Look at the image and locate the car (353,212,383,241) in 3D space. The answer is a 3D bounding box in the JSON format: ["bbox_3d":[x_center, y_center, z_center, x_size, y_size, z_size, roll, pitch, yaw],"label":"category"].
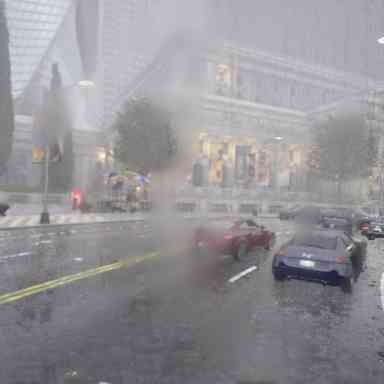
[{"bbox_3d":[11.582,2.074,18.825,5.357,1.411,2.033,2,0,-38],"label":"car"}]

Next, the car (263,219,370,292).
[{"bbox_3d":[3.834,1.750,9.742,1.994,1.385,4.181,2,0,32],"label":"car"}]

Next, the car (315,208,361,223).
[{"bbox_3d":[10.920,2.006,22.601,4.902,1.511,2.128,2,0,-36],"label":"car"}]

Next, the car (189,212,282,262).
[{"bbox_3d":[1.665,1.638,12.784,1.812,1.442,4.674,2,0,33],"label":"car"}]

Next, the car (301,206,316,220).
[{"bbox_3d":[11.650,2.038,27.395,5.008,1.535,1.882,3,-1,-31],"label":"car"}]

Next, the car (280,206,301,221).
[{"bbox_3d":[10.167,1.991,30.571,5.008,1.535,1.882,3,-1,-31],"label":"car"}]
